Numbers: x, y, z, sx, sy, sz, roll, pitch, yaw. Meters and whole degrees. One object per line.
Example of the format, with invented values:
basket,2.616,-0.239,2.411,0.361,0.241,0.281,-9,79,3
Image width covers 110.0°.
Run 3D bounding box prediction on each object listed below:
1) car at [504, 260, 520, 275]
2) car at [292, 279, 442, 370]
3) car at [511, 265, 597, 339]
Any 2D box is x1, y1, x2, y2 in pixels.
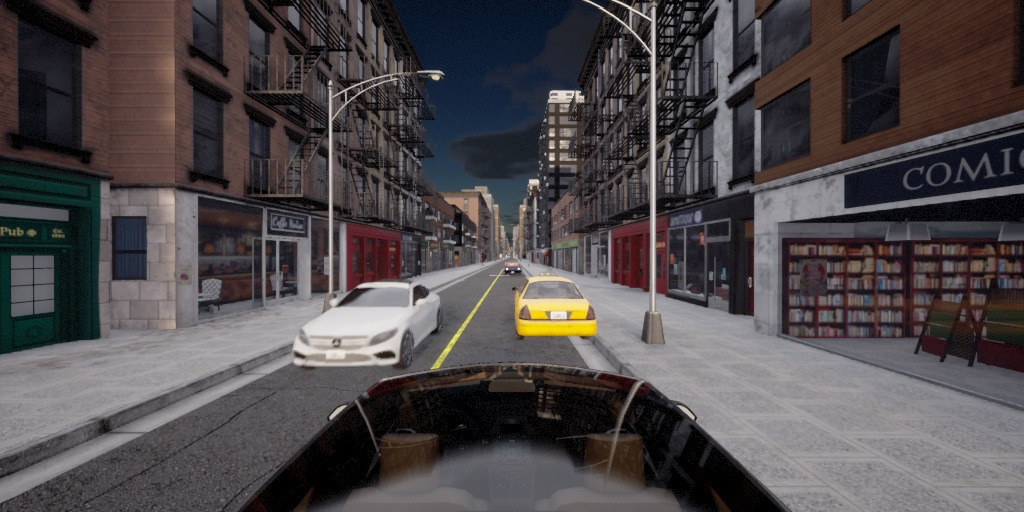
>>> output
car,0.094,1.373,39.072,1.895,1.301,4.718,0,0,0
car,-2.746,1.275,7.901,1.812,1.442,4.674,0,0,0
car,0.966,1.206,9.984,1.801,1.575,5.366,0,0,0
